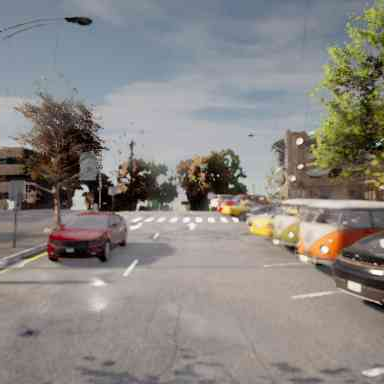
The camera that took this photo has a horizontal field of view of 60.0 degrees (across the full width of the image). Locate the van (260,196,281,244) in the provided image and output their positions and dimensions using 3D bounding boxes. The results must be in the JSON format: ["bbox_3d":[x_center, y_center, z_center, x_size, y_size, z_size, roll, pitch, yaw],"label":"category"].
[{"bbox_3d":[5.186,1.285,12.930,4.442,1.987,1.878,1,0,-20],"label":"van"}]

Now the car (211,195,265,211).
[{"bbox_3d":[5.263,1.304,34.119,5.566,2.045,2.435,1,0,-21],"label":"car"}]

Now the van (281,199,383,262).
[{"bbox_3d":[5.173,1.279,9.902,4.442,1.987,1.878,1,0,-20],"label":"van"}]

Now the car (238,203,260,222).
[{"bbox_3d":[5.325,1.565,19.021,4.674,1.452,2.002,1,0,-20],"label":"car"}]

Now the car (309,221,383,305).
[{"bbox_3d":[5.255,1.502,6.924,4.892,1.521,2.231,1,0,-20],"label":"car"}]

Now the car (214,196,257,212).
[{"bbox_3d":[5.236,1.480,40.194,4.553,1.767,2.185,2,-3,-21],"label":"car"}]

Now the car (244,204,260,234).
[{"bbox_3d":[5.481,1.518,16.061,5.366,1.575,1.946,1,0,-20],"label":"car"}]

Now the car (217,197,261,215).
[{"bbox_3d":[5.480,1.549,31.170,5.366,1.575,1.946,1,0,-20],"label":"car"}]

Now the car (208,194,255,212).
[{"bbox_3d":[5.142,1.478,43.146,5.566,2.045,2.435,2,-5,-20],"label":"car"}]

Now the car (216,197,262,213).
[{"bbox_3d":[5.224,1.436,37.170,4.553,1.767,2.185,1,-1,-21],"label":"car"}]

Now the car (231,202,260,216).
[{"bbox_3d":[5.321,1.571,22.050,4.674,1.452,2.002,1,0,-20],"label":"car"}]

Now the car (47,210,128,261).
[{"bbox_3d":[-3.709,1.504,12.590,1.882,1.535,5.008,0,0,0],"label":"car"}]
